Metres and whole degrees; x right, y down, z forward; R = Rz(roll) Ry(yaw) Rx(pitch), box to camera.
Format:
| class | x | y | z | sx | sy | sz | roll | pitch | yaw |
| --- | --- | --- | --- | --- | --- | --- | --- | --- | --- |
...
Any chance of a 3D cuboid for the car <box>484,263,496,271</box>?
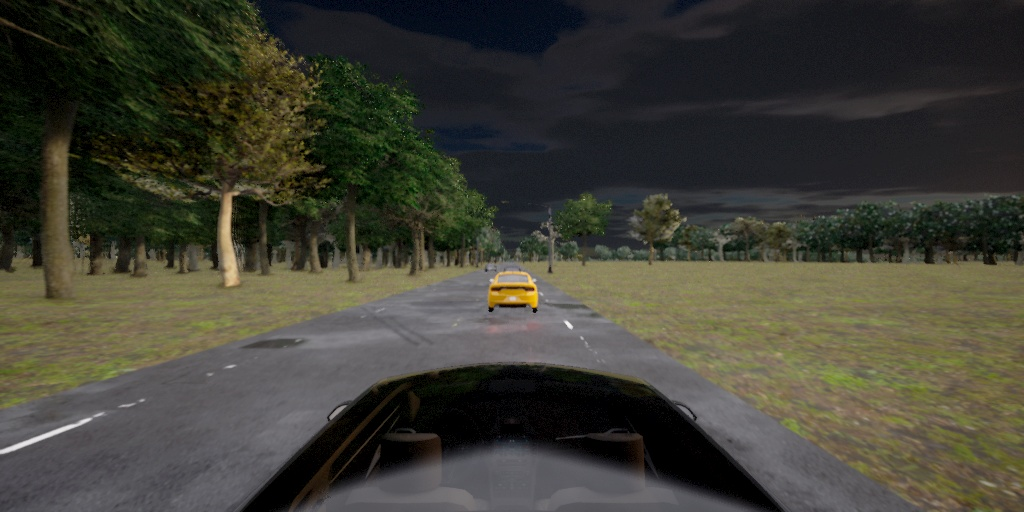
| class | x | y | z | sx | sy | sz | roll | pitch | yaw |
| --- | --- | --- | --- | --- | --- | --- | --- | --- | --- |
| car | -3.570 | 1.967 | 60.069 | 2.128 | 1.511 | 4.902 | 0 | -1 | 0 |

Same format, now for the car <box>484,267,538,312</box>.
| class | x | y | z | sx | sy | sz | roll | pitch | yaw |
| --- | --- | --- | --- | --- | --- | --- | --- | --- | --- |
| car | 0.045 | 1.406 | 15.321 | 1.882 | 1.535 | 5.008 | 0 | -1 | 0 |
